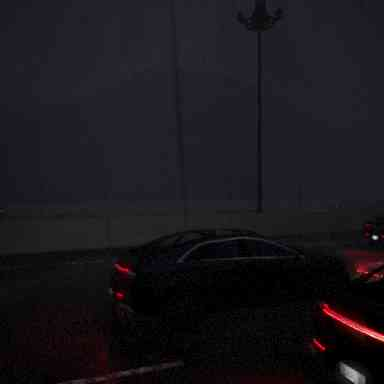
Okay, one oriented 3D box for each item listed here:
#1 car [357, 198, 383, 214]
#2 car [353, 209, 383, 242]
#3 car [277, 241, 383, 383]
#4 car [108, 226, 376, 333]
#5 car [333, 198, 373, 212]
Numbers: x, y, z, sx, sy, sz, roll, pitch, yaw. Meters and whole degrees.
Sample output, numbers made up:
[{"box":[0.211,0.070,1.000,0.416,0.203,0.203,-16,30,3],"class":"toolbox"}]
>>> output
[{"box":[19.945,1.476,35.281,5.008,1.535,1.882,0,0,-31],"class":"car"},{"box":[9.306,1.504,13.893,4.892,1.490,1.837,0,0,-24],"class":"car"},{"box":[3.751,1.490,3.972,4.902,1.511,2.128,0,0,-21],"class":"car"},{"box":[0.866,1.490,6.611,4.902,1.511,2.128,0,0,-21],"class":"car"},{"box":[18.711,1.503,38.616,4.892,1.490,1.837,0,0,-31],"class":"car"}]
